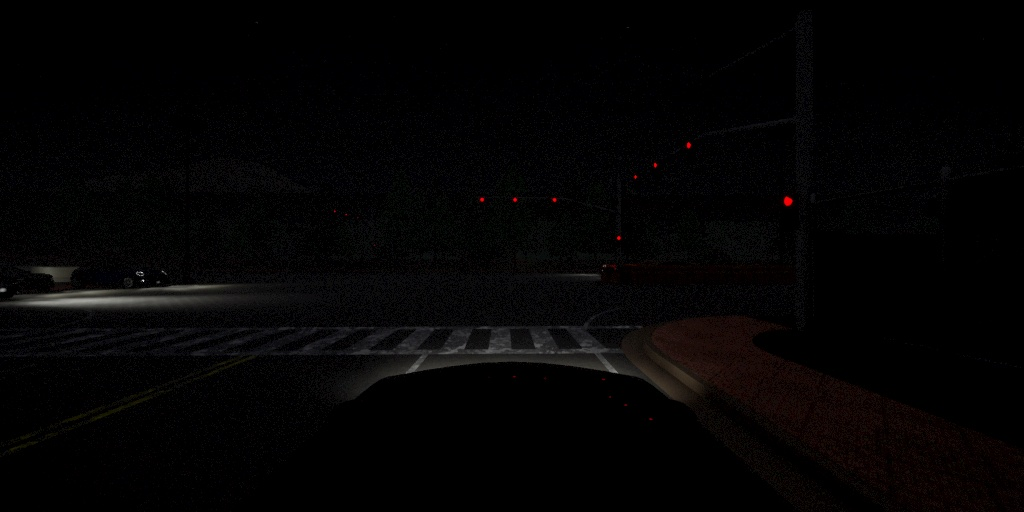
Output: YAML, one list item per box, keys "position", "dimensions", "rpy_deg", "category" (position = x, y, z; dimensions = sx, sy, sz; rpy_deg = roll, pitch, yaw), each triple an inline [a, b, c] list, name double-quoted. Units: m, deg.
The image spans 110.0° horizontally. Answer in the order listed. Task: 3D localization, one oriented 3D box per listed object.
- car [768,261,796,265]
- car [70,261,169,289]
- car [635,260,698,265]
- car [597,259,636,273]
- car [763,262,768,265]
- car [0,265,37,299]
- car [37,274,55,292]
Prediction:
- position: [28.312, 1.276, 35.160]
  dimensions: [4.674, 1.442, 1.812]
  rpy_deg: [0, 0, -2]
  category: "car"
- position: [-24.816, 1.096, 22.818]
  dimensions: [4.553, 1.767, 2.097]
  rpy_deg: [0, 0, -2]
  category: "car"
- position: [13.707, 1.254, 31.219]
  dimensions: [4.892, 1.490, 1.837]
  rpy_deg: [0, 0, -2]
  category: "car"
- position: [11.432, 1.103, 38.152]
  dimensions: [4.553, 1.767, 2.097]
  rpy_deg: [0, 0, -2]
  category: "car"
- position: [28.606, 1.254, 38.683]
  dimensions: [4.892, 1.490, 1.837]
  rpy_deg: [0, 0, -2]
  category: "car"
- position: [-24.971, 1.239, 15.808]
  dimensions: [4.902, 1.511, 2.128]
  rpy_deg: [0, 0, -2]
  category: "car"
- position: [-27.846, 1.219, 19.223]
  dimensions: [5.008, 1.535, 1.882]
  rpy_deg: [0, 0, -2]
  category: "car"
